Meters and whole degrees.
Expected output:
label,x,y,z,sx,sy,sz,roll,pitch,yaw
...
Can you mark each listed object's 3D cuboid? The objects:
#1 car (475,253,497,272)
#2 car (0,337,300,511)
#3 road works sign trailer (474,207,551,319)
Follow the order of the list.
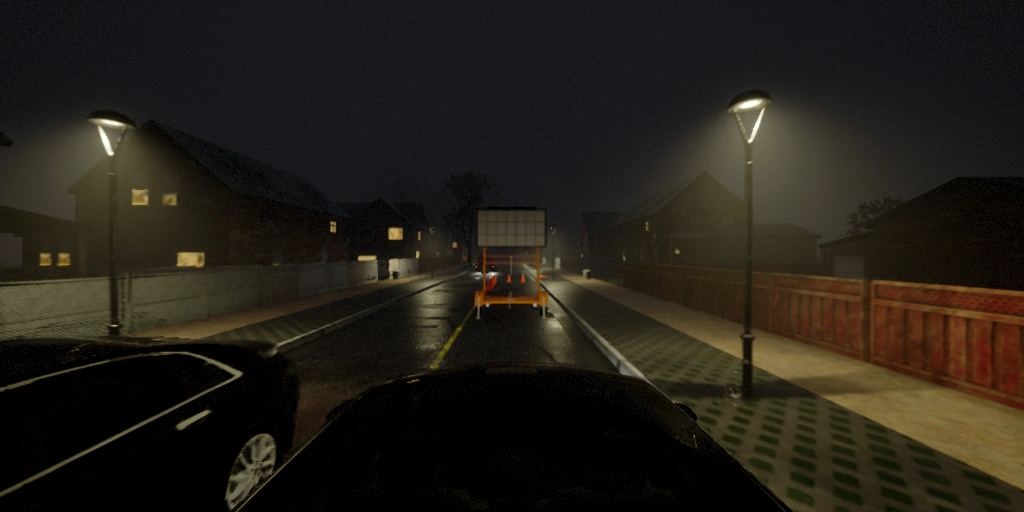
label,x,y,z,sx,sy,sz,roll,pitch,yaw
car,-2.934,0.721,41.026,2.150,2.045,5.566,0,0,0
car,-2.849,1.258,1.316,1.837,1.490,4.892,0,1,0
road works sign trailer,-0.024,0.121,12.337,2.380,3.560,2.880,0,0,0
